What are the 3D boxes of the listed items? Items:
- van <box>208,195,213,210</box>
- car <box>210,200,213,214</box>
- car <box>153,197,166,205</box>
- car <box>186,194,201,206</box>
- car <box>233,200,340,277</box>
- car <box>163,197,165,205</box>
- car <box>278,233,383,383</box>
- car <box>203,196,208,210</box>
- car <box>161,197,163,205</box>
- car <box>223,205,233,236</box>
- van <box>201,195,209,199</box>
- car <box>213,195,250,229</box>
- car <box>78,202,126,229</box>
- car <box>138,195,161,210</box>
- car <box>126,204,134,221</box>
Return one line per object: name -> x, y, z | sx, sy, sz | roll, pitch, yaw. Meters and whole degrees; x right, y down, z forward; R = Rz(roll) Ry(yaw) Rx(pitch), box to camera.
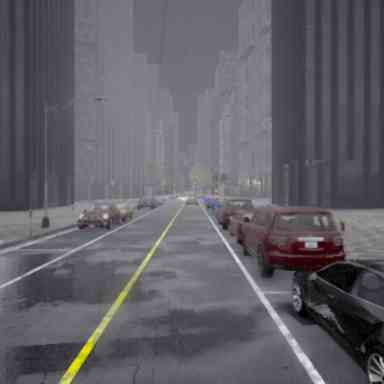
van -> 2.765, 1.331, 32.157 | 1.690, 1.788, 3.998 | 0, 0, 0
car -> 2.765, 1.536, 26.644 | 1.887, 1.381, 4.507 | 0, 0, 0
car -> -5.756, 1.534, 59.719 | 2.008, 1.369, 4.403 | 0, 0, 0
car -> 0.008, 1.548, 55.545 | 1.994, 1.385, 4.181 | 0, 0, 0
car -> 2.762, 1.311, 10.106 | 2.192, 1.841, 5.009 | 0, 0, 0
car -> -5.757, 1.509, 54.036 | 1.752, 1.417, 4.829 | 0, 0, 0
car -> 2.762, 1.564, 4.594 | 1.947, 1.339, 4.313 | 0, 0, 0
car -> 2.767, 1.553, 43.182 | 1.947, 1.339, 4.313 | 0, 0, 0
car -> -5.758, 1.536, 48.693 | 2.008, 1.369, 4.403 | 0, 0, 0
car -> 2.763, 1.539, 15.619 | 1.887, 1.381, 4.507 | 0, 0, 0
van -> 2.768, 1.325, 54.207 | 1.690, 1.788, 3.998 | 0, 0, 0
car -> 2.764, 1.308, 21.132 | 2.192, 1.841, 5.009 | 0, 0, 0
car -> -5.761, 1.433, 21.127 | 1.967, 1.590, 4.097 | 0, 0, 0
car -> -5.759, 1.301, 43.180 | 2.192, 1.841, 5.009 | 0, 0, 0
car -> -5.760, 1.516, 26.470 | 1.752, 1.417, 4.829 | 0, 0, 0
